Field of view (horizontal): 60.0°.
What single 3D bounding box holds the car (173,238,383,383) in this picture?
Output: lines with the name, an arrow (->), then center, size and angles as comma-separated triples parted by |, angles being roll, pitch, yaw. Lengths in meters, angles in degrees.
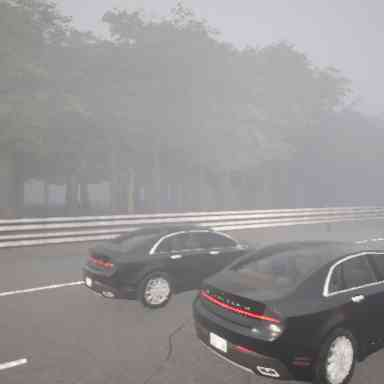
car -> 2.304, 1.534, 5.303 | 4.892, 1.490, 1.837 | 0, 0, -35

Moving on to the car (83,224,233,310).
car -> -0.036, 1.534, 7.940 | 4.892, 1.490, 1.837 | 0, 0, -35
